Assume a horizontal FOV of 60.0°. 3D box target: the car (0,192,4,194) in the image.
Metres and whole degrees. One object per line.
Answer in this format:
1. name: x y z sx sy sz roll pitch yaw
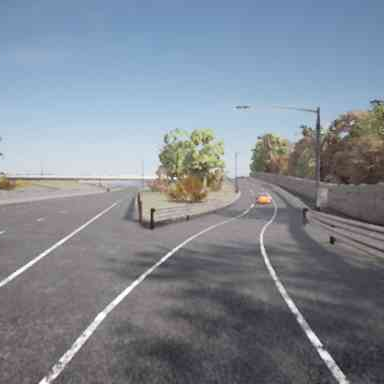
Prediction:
1. car: -31.256 0.687 53.270 2.128 1.511 4.902 0 1 -9

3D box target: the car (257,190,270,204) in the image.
1. car: 12.450 1.042 57.602 2.097 1.767 4.553 1 3 11

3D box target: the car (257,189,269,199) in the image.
1. car: 14.392 0.353 67.499 2.097 1.767 4.553 1 4 9
